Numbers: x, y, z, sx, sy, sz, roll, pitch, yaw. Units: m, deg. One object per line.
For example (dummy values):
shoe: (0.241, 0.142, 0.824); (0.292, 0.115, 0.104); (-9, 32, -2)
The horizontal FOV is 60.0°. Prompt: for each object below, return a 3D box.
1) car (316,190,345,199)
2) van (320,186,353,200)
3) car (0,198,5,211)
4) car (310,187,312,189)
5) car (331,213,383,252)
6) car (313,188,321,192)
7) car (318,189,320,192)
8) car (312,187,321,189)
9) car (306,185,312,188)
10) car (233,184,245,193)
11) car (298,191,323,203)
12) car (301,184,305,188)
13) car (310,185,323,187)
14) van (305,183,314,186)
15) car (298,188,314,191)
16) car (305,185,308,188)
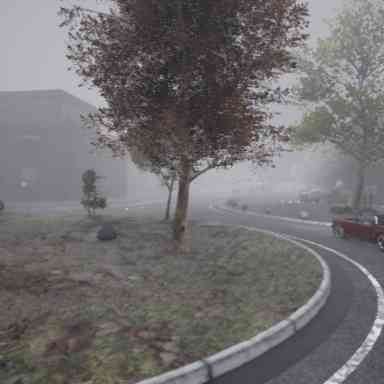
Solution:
car: (26.156, 0.499, 62.927); (4.792, 1.488, 2.163); (2, 3, 13)
van: (24.087, 0.577, 54.858); (4.442, 1.987, 1.878); (2, 3, 13)
car: (-14.337, 0.710, 20.524); (4.892, 1.490, 1.837); (1, 0, -42)
car: (27.421, 0.245, 68.325); (5.008, 1.535, 2.097); (2, 3, 13)
car: (7.554, 1.478, 13.298); (1.895, 1.301, 4.718); (2, 1, -6)
car: (25.304, 0.573, 60.279); (5.366, 1.575, 1.946); (2, 3, 13)
car: (24.869, 0.724, 57.531); (4.792, 1.488, 2.163); (2, 3, 13)
car: (26.766, 0.358, 65.630); (4.892, 1.521, 2.231); (2, 3, 13)
car: (29.341, -0.089, 76.420); (5.008, 1.535, 2.097); (2, 3, 13)
car: (11.239, -0.582, 81.694); (1.812, 1.442, 4.674); (2, 2, 13)
car: (17.704, 0.977, 50.196); (1.895, 1.301, 4.718); (1, 2, 5)
car: (31.892, -0.502, 87.217); (4.792, 1.488, 2.163); (2, 3, 13)
car: (28.092, 0.009, 71.011); (4.553, 1.767, 2.185); (2, 3, 13)
van: (30.751, -0.533, 81.778); (4.442, 1.987, 1.878); (2, 3, 13)
car: (20.047, 0.582, 59.351); (1.812, 1.442, 4.674); (2, 3, 13)
car: (29.987, -0.160, 79.121); (4.674, 1.452, 2.002); (2, 3, 13)
